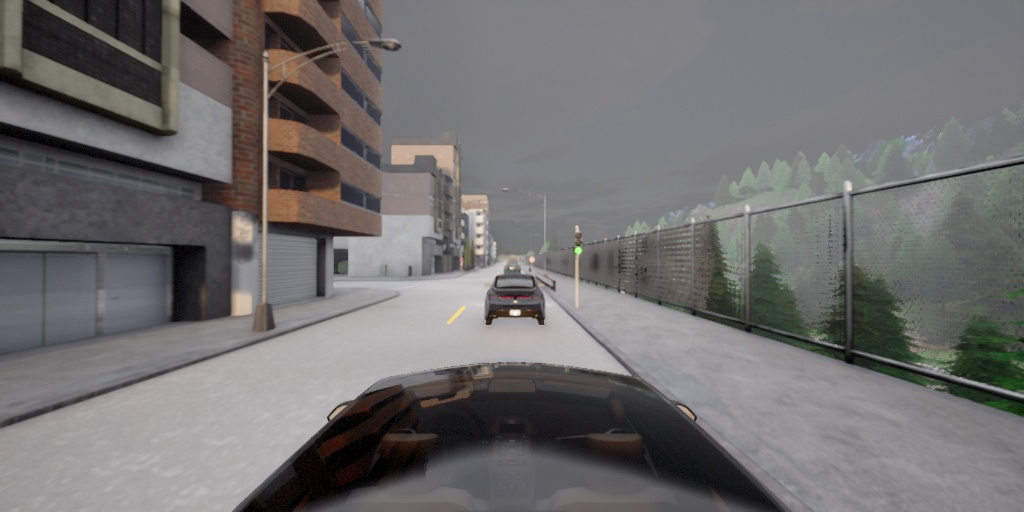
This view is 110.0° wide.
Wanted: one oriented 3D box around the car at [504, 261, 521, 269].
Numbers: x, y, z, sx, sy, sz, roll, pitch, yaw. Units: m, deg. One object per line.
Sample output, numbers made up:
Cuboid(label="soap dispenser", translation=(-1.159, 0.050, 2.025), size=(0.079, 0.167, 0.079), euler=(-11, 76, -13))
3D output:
Cuboid(label="car", translation=(0.058, 1.527, 44.716), size=(2.097, 1.767, 4.553), euler=(0, -1, 0))

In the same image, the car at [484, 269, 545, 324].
Cuboid(label="car", translation=(0.090, 1.361, 12.464), size=(1.837, 1.490, 4.892), euler=(0, -1, 0))
